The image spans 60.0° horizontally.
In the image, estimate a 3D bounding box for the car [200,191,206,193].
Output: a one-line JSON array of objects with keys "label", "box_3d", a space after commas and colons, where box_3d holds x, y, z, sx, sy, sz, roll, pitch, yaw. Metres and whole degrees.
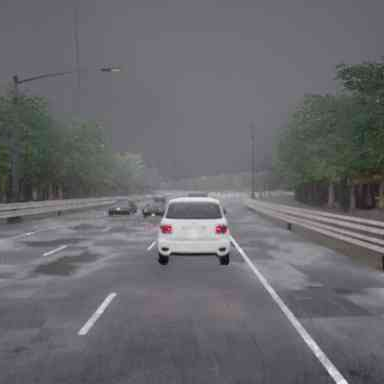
[{"label": "car", "box_3d": [0.544, 1.132, 31.696, 2.150, 2.045, 5.566, 0, 0, 2]}]

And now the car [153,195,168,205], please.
[{"label": "car", "box_3d": [-5.323, 1.252, 56.394, 1.882, 1.535, 5.008, 0, 0, 3]}]

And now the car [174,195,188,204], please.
[{"label": "car", "box_3d": [-1.817, 1.321, 57.220, 2.033, 1.411, 5.357, 0, 0, 3]}]

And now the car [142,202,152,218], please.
[{"label": "car", "box_3d": [-3.008, 1.518, 28.864, 1.895, 1.301, 4.718, 0, 0, 2]}]

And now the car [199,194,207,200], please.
[{"label": "car", "box_3d": [2.678, 1.166, 79.232, 1.837, 1.490, 4.892, 0, 0, 2]}]

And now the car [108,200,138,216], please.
[{"label": "car", "box_3d": [-6.391, 1.468, 31.175, 1.994, 1.385, 4.181, 0, 0, 2]}]

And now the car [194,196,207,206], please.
[{"label": "car", "box_3d": [1.464, 1.347, 53.433, 2.033, 1.411, 5.357, 0, 0, 3]}]

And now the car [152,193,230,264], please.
[{"label": "car", "box_3d": [0.086, 1.193, 11.828, 2.150, 2.045, 5.566, 0, 0, 1]}]
